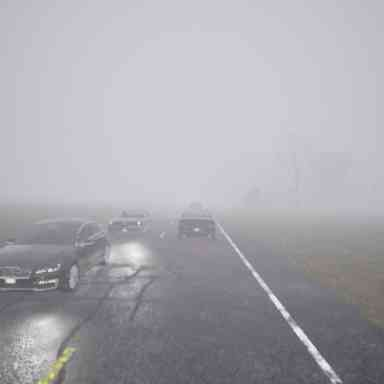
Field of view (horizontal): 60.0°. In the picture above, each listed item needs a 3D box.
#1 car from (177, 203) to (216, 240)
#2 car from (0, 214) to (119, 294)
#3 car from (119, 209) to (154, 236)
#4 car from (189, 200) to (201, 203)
[{"bbox_3d":[0.253,1.611,17.866,1.882,1.535,5.008,1,0,1],"label":"car"},{"bbox_3d":[-3.534,1.514,8.953,1.837,1.490,4.892,1,0,0],"label":"car"},{"bbox_3d":[-3.426,1.686,19.273,1.895,1.301,4.718,1,0,1],"label":"car"},{"bbox_3d":[0.528,1.837,46.359,2.128,1.511,4.902,1,0,1],"label":"car"}]
